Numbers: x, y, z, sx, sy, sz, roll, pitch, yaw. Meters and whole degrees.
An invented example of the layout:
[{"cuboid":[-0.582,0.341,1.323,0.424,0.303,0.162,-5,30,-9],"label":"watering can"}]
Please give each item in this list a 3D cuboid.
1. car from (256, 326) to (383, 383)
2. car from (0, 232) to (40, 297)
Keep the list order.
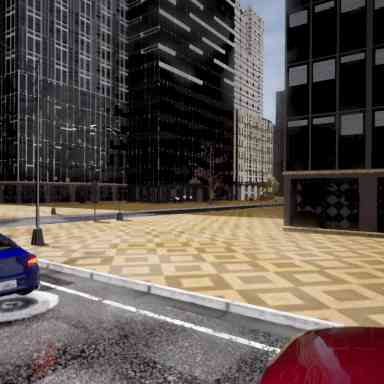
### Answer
[{"cuboid":[2.405,1.564,1.961,4.181,1.385,1.994,0,0,35],"label":"car"},{"cuboid":[-5.196,1.523,7.390,4.674,1.442,1.812,0,0,36],"label":"car"}]
